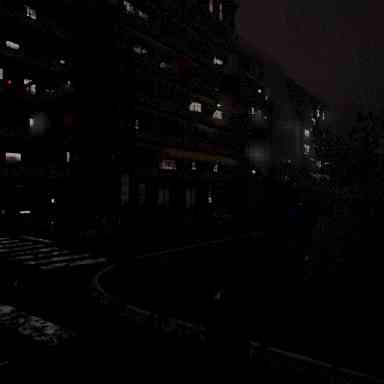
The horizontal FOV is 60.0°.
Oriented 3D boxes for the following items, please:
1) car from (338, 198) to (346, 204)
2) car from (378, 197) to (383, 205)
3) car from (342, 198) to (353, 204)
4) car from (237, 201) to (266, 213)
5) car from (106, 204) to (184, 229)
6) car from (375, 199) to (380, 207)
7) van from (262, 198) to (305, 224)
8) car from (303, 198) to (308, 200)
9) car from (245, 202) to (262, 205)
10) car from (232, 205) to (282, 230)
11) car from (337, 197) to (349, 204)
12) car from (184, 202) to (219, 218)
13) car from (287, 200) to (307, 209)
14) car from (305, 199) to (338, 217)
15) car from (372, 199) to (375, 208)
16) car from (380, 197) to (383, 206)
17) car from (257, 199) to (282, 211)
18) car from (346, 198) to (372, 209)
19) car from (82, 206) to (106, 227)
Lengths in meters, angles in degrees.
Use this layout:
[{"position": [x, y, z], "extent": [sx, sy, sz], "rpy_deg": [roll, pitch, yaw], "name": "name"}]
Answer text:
[{"position": [33.734, 2.180, 77.132], "extent": [1.947, 1.339, 4.313], "rpy_deg": [1, 0, 36], "name": "car"}, {"position": [47.044, 2.152, 81.061], "extent": [2.192, 1.841, 5.009], "rpy_deg": [1, 0, 36], "name": "car"}, {"position": [40.200, 2.223, 85.903], "extent": [1.752, 1.417, 4.829], "rpy_deg": [1, 0, 36], "name": "car"}, {"position": [7.465, 1.843, 41.503], "extent": [1.802, 1.307, 4.206], "rpy_deg": [1, 0, 36], "name": "car"}, {"position": [-3.072, 1.620, 22.844], "extent": [2.128, 1.511, 4.902], "rpy_deg": [1, 0, 36], "name": "car"}, {"position": [33.907, 2.105, 63.246], "extent": [1.967, 1.590, 4.097], "rpy_deg": [1, 0, 36], "name": "car"}, {"position": [7.640, 1.649, 27.616], "extent": [1.690, 1.788, 3.998], "rpy_deg": [1, 0, 36], "name": "van"}, {"position": [16.143, 1.590, 48.728], "extent": [1.882, 1.535, 5.008], "rpy_deg": [1, 0, 36], "name": "car"}, {"position": [6.565, 1.826, 35.902], "extent": [1.994, 1.385, 4.181], "rpy_deg": [1, 0, 36], "name": "car"}, {"position": [4.354, 1.829, 23.162], "extent": [1.947, 1.339, 4.313], "rpy_deg": [1, 0, 36], "name": "car"}, {"position": [37.019, 2.097, 81.586], "extent": [1.967, 1.590, 4.097], "rpy_deg": [1, 0, 36], "name": "car"}, {"position": [0.898, 1.715, 32.595], "extent": [1.887, 1.381, 4.507], "rpy_deg": [1, 0, 36], "name": "car"}, {"position": [17.315, 1.978, 54.864], "extent": [1.802, 1.307, 4.206], "rpy_deg": [1, 0, 36], "name": "car"}, {"position": [14.206, 1.839, 36.524], "extent": [1.967, 1.590, 4.097], "rpy_deg": [1, 0, 36], "name": "car"}, {"position": [30.622, 2.204, 58.791], "extent": [1.802, 1.307, 4.206], "rpy_deg": [1, 0, 36], "name": "car"}, {"position": [37.190, 2.253, 67.699], "extent": [1.887, 1.381, 4.507], "rpy_deg": [1, 0, 36], "name": "car"}, {"position": [10.750, 1.747, 45.956], "extent": [1.967, 1.590, 4.097], "rpy_deg": [1, 0, 36], "name": "car"}, {"position": [27.342, 1.893, 54.339], "extent": [2.192, 1.841, 5.009], "rpy_deg": [1, 0, 36], "name": "car"}, {"position": [-5.670, 1.630, 23.688], "extent": [2.008, 1.369, 4.403], "rpy_deg": [1, 0, 36], "name": "car"}]
